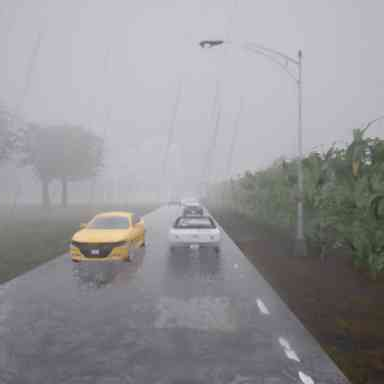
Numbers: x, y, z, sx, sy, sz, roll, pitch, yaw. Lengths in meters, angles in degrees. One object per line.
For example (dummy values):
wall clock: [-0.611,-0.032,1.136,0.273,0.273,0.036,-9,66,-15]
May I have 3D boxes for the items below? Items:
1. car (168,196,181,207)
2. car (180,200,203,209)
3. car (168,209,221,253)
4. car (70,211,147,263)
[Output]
car: [-2.807,1.460,55.100,2.097,1.767,4.553,0,0,0]
car: [0.102,1.576,31.593,1.812,1.442,4.674,0,0,0]
car: [0.097,1.620,13.817,1.895,1.301,4.718,0,0,0]
car: [-2.850,1.494,12.285,1.882,1.535,5.008,0,0,0]
